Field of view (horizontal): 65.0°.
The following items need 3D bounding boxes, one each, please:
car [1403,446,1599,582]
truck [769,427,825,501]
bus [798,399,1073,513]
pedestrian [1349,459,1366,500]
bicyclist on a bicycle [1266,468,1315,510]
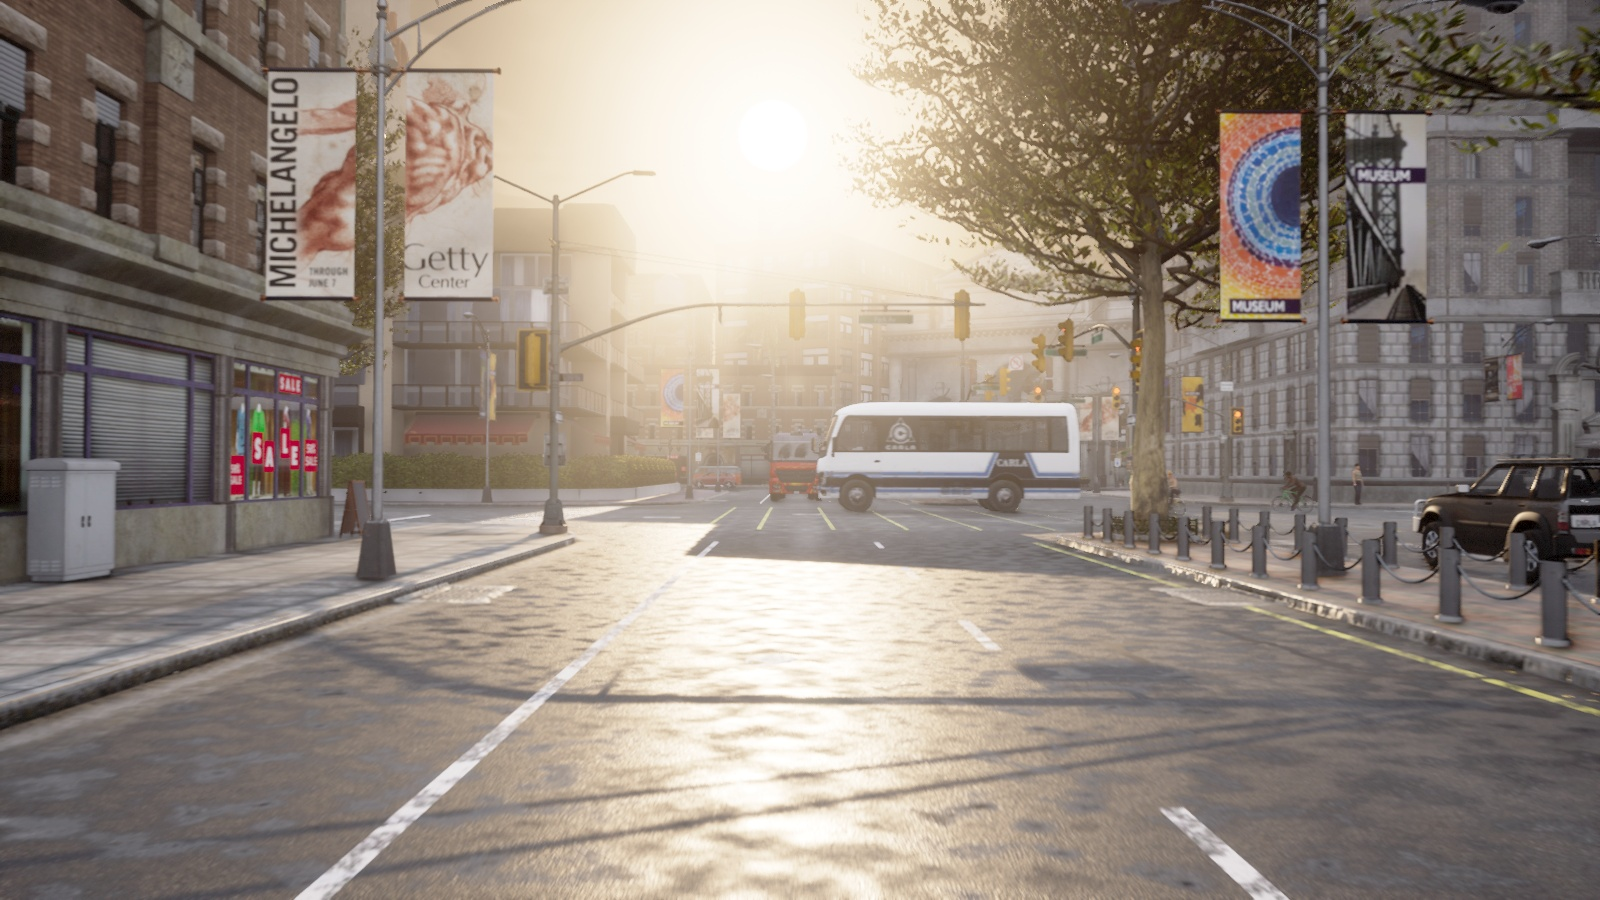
[{"bbox_3d":[11.391,0.911,19.443,1.932,1.855,4.605,0,-1,1],"label":"car"},{"bbox_3d":[-0.174,0.812,69.363,2.891,3.827,8.468,0,-1,0],"label":"truck"},{"bbox_3d":[5.093,0.241,49.183,10.273,4.253,3.944,0,-1,0],"label":"bus"},{"bbox_3d":[24.754,1.306,55.766,0.345,1.836,0.594,0,-1,-14],"label":"pedestrian"},{"bbox_3d":[19.231,1.515,49.275,1.656,1.620,0.582,-1,-1,0],"label":"bicyclist on a bicycle"}]
